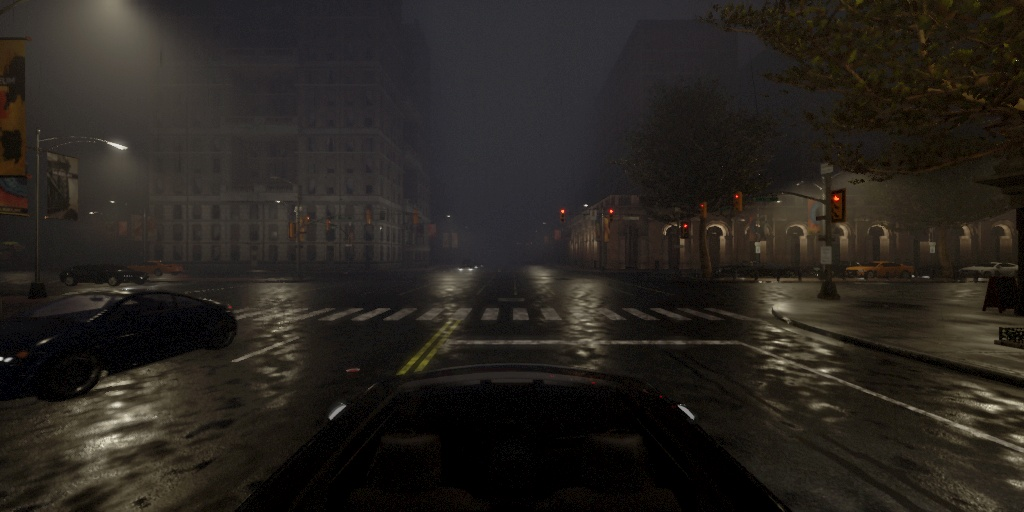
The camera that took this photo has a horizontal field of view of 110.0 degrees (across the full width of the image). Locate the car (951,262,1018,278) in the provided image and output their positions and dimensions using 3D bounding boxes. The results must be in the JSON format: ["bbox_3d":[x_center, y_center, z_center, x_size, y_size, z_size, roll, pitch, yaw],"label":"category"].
[{"bbox_3d":[43.279,1.276,32.304,4.674,1.442,1.812,0,0,1],"label":"car"}]

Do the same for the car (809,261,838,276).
[{"bbox_3d":[32.886,1.241,35.861,4.902,1.511,2.128,0,0,0],"label":"car"}]

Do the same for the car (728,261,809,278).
[{"bbox_3d":[23.088,1.297,32.400,5.357,1.411,2.033,0,0,0],"label":"car"}]

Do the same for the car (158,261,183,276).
[{"bbox_3d":[-36.208,1.228,36.137,5.008,1.535,1.882,0,0,0],"label":"car"}]

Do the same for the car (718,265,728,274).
[{"bbox_3d":[23.288,1.241,35.900,4.902,1.511,2.128,0,0,0],"label":"car"}]

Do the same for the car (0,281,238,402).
[{"bbox_3d":[-7.107,1.314,6.273,1.994,1.385,4.181,0,0,0],"label":"car"}]

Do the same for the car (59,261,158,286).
[{"bbox_3d":[-27.647,1.255,24.418,4.892,1.490,1.837,0,0,0],"label":"car"}]

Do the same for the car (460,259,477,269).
[{"bbox_3d":[-7.173,1.255,57.994,1.837,1.490,4.892,0,0,0],"label":"car"}]

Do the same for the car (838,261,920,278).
[{"bbox_3d":[33.053,1.228,32.357,5.008,1.535,1.882,0,0,0],"label":"car"}]

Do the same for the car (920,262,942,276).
[{"bbox_3d":[42.935,1.314,35.805,4.181,1.385,1.994,0,0,0],"label":"car"}]
